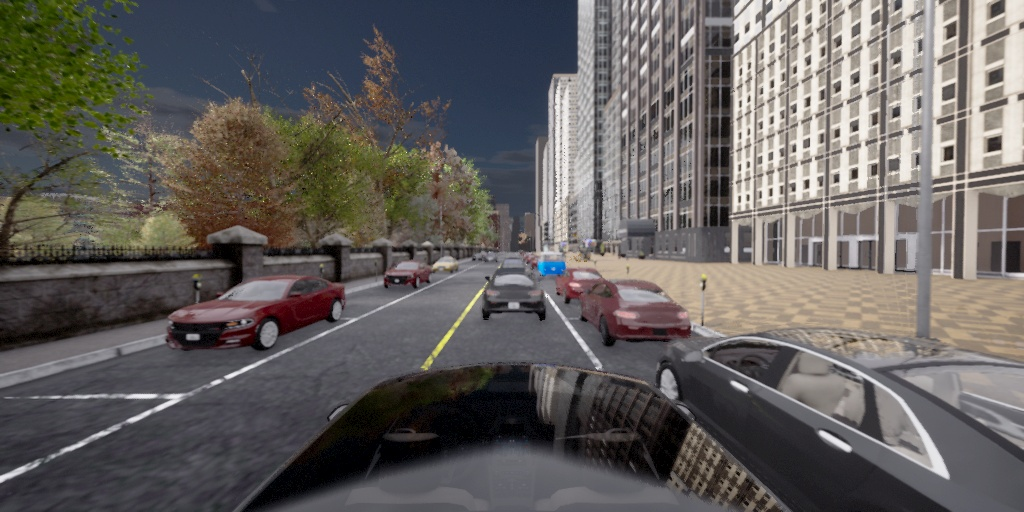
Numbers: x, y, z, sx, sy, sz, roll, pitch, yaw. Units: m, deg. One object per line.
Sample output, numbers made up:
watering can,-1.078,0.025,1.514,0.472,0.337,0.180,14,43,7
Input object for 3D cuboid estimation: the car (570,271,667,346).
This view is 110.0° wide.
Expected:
car,2.702,1.191,8.625,1.802,1.307,4.207,0,0,0

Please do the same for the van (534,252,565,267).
van,2.732,0.611,25.519,1.690,1.789,3.998,0,0,0

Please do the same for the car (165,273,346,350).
car,-5.678,1.154,8.640,1.888,1.381,4.507,0,0,0

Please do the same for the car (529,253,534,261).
car,2.752,0.631,36.780,1.802,1.307,4.207,0,0,0

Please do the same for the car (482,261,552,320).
car,0.068,1.074,11.588,1.812,1.442,4.674,0,1,0

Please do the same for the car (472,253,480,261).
car,-5.589,0.178,59.320,1.948,1.339,4.313,0,0,0

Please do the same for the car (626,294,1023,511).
car,2.692,1.274,2.994,2.007,1.370,4.403,0,0,0

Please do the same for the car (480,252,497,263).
car,-2.989,0.241,52.152,2.128,1.511,4.902,0,1,0

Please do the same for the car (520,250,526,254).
car,2.792,0.052,59.305,1.967,1.591,4.097,0,0,0

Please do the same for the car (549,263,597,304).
car,2.712,1.077,14.256,1.802,1.307,4.207,0,0,0

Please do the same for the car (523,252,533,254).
car,2.772,0.412,48.043,1.802,1.307,4.207,0,0,0

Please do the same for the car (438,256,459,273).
car,-5.639,0.685,30.994,1.751,1.417,4.829,0,0,0

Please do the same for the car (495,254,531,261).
car,0.087,0.809,25.941,2.033,1.411,5.357,0,1,1

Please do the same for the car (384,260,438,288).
car,-5.659,0.927,19.902,1.888,1.381,4.507,0,0,0
